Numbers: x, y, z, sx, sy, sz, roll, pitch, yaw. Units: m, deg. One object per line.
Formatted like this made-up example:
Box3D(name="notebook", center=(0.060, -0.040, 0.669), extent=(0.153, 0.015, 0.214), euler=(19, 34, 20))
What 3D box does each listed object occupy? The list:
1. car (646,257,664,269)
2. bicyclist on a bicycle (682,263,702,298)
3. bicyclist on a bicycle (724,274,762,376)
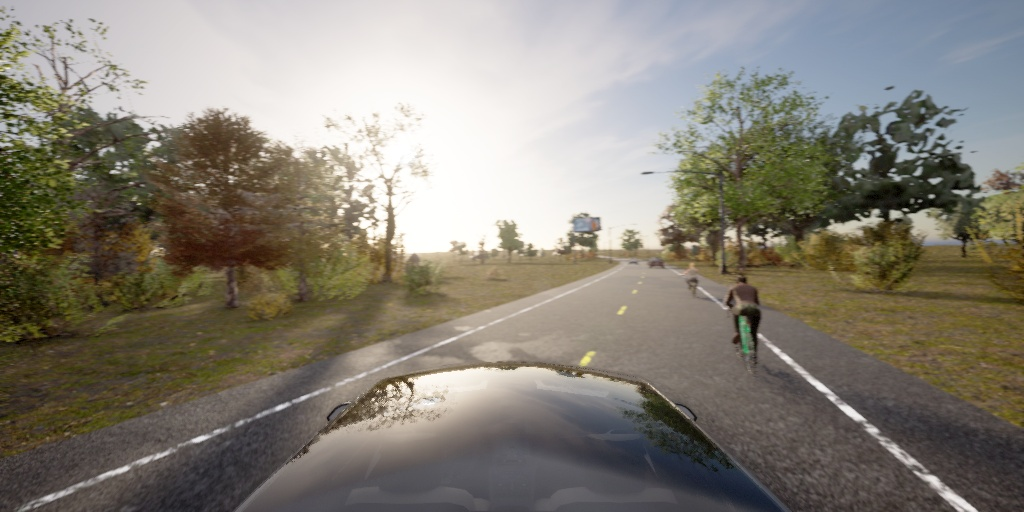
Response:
Box3D(name="car", center=(22.660, 1.005, 56.315), extent=(2.097, 1.767, 4.553), euler=(-1, 0, 20))
Box3D(name="bicyclist on a bicycle", center=(8.413, 1.120, 16.723), extent=(0.866, 1.612, 1.509), euler=(-1, 0, 22))
Box3D(name="bicyclist on a bicycle", center=(4.095, 1.151, 6.337), extent=(0.582, 1.620, 1.656), euler=(-1, -1, 23))
